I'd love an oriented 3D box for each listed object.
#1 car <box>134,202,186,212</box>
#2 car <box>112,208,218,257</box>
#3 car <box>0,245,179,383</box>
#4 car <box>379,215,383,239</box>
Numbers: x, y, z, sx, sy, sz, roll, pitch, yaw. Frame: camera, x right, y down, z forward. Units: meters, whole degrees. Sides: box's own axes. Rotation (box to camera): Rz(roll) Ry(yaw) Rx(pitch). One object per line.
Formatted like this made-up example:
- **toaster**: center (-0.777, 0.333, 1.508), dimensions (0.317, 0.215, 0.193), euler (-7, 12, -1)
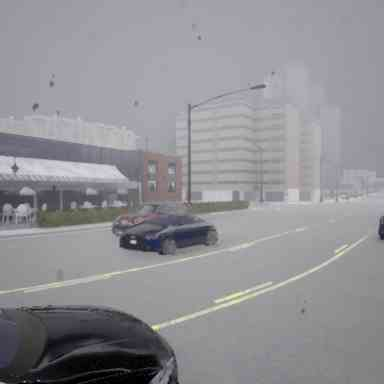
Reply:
- **car**: center (-1.923, 1.340, 17.392), dimensions (2.097, 1.767, 4.553), euler (0, 0, 39)
- **car**: center (-0.786, 1.554, 13.137), dimensions (1.994, 1.385, 4.181), euler (0, 0, 39)
- **car**: center (-2.384, 1.494, 2.185), dimensions (4.902, 1.511, 2.128), euler (0, 0, -32)
- **car**: center (10.668, 1.318, 16.409), dimensions (2.097, 1.767, 4.553), euler (0, 0, 37)
